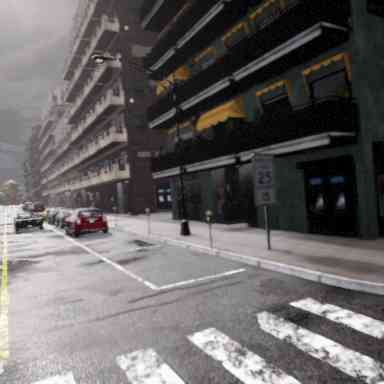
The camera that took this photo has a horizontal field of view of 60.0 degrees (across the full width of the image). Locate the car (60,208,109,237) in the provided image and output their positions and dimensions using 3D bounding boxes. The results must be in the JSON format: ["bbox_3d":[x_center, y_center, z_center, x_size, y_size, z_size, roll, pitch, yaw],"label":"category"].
[{"bbox_3d":[-6.435,1.679,20.009,1.967,1.590,4.097,-3,0,-29],"label":"car"}]

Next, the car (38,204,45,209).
[{"bbox_3d":[-14.640,2.226,34.743,1.752,1.417,4.829,-3,0,-29],"label":"car"}]

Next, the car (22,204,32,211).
[{"bbox_3d":[-38.938,3.648,78.352,1.947,1.339,4.313,-3,0,-29],"label":"car"}]

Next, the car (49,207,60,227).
[{"bbox_3d":[-9.138,1.942,24.871,2.008,1.369,4.403,-3,0,-29],"label":"car"}]

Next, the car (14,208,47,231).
[{"bbox_3d":[-12.720,2.229,25.770,1.895,1.301,4.718,-4,0,-29],"label":"car"}]

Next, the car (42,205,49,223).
[{"bbox_3d":[-11.847,2.094,29.732,2.008,1.369,4.403,-3,0,-29],"label":"car"}]

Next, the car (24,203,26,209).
[{"bbox_3d":[-28.102,3.015,58.904,2.008,1.369,4.403,-3,0,-29],"label":"car"}]

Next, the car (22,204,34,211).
[{"bbox_3d":[-36.230,3.478,73.490,2.008,1.369,4.403,-3,0,-29],"label":"car"}]

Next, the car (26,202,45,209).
[{"bbox_3d":[-22.697,2.472,49.180,2.192,1.841,5.009,-3,0,-29],"label":"car"}]
